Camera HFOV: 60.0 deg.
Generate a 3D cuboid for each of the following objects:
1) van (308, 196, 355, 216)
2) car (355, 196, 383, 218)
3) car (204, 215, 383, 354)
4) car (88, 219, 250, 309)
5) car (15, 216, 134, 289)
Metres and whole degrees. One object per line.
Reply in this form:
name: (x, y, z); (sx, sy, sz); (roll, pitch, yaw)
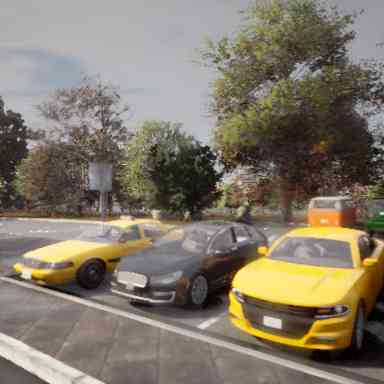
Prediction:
van: (8.020, 1.249, 18.762); (1.878, 1.987, 4.442); (0, 0, 36)
car: (10.321, 1.216, 17.008); (2.435, 2.045, 5.566); (0, 0, 36)
car: (2.525, 1.468, 6.476); (2.097, 1.535, 5.008); (0, 0, 36)
car: (0.269, 1.475, 8.087); (2.231, 1.521, 4.892); (0, 0, 36)
car: (-2.095, 1.485, 9.541); (1.946, 1.575, 5.366); (0, 0, 36)
